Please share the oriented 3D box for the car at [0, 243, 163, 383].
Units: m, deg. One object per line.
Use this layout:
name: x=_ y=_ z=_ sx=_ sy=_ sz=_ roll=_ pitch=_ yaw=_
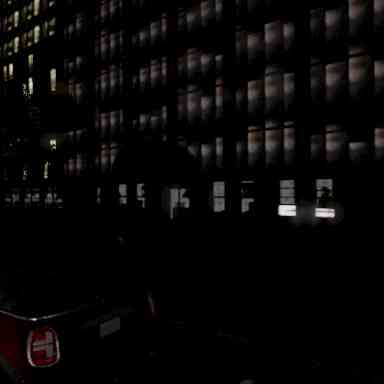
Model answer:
car: x=-2.437 y=1.440 z=4.620 sx=4.097 sy=1.590 sz=1.967 roll=0 pitch=0 yaw=36
